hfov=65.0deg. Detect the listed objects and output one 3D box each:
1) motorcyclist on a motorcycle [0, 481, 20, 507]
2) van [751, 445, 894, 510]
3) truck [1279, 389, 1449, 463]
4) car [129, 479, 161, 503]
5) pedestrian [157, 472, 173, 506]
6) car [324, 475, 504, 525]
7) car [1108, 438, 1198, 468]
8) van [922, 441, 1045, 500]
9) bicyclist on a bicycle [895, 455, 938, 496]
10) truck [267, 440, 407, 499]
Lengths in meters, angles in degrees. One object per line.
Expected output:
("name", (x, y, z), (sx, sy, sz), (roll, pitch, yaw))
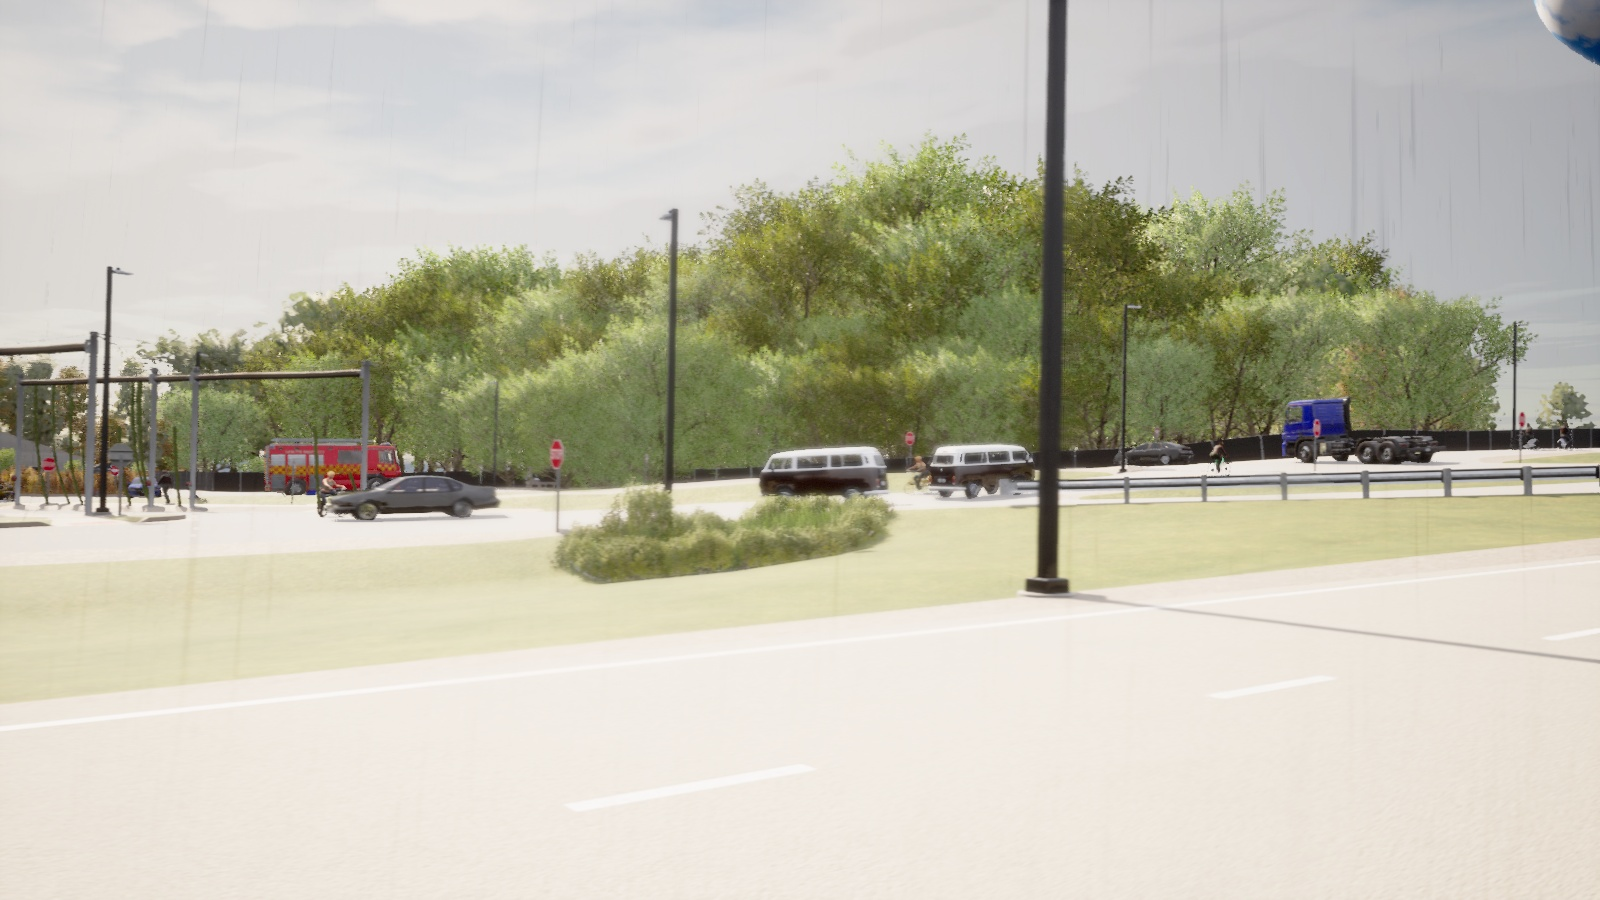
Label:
("motorcyclist on a motorcycle", (-49.893, 2.759, 78.201), (2.191, 1.530, 0.866), (-1, 1, -36))
("van", (0.805, 0.974, 43.871), (4.480, 2.038, 2.069), (-3, -1, 19))
("truck", (28.829, -1.176, 64.626), (2.891, 3.462, 7.936), (-3, 1, -25))
("car", (-44.471, 2.761, 85.283), (1.882, 1.535, 5.008), (0, -1, -27))
("pedestrian", (-34.046, 2.087, 67.318), (0.720, 1.854, 0.376), (0, -1, 28))
("car", (-12.654, 1.598, 41.190), (5.357, 1.411, 2.033), (-1, 0, -27))
("car", (21.145, 0.206, 75.388), (1.837, 1.490, 4.892), (1, -4, -43))
("van", (7.232, 0.784, 49.316), (4.480, 2.038, 2.069), (-3, 1, -35))
("bicyclist on a bicycle", (4.825, 1.028, 51.885), (1.509, 1.612, 0.866), (-2, 1, -35))
("truck", (-31.111, 1.299, 84.524), (8.468, 3.827, 2.891), (0, -1, -29))
